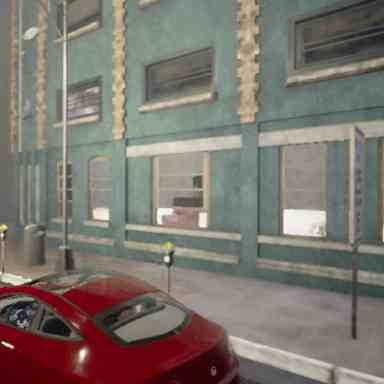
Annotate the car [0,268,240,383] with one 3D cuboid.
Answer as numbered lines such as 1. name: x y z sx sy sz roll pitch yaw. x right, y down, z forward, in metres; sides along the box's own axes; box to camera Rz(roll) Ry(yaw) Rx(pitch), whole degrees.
1. car: -1.479 1.595 3.922 4.206 1.307 1.802 0 0 36
